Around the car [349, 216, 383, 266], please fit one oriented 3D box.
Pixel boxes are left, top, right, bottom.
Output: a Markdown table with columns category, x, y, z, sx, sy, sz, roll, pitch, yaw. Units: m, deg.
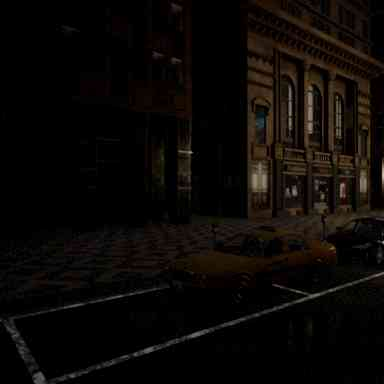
| category | x | y | z | sx | sy | sz | roll | pitch | yaw |
| --- | --- | --- | --- | --- | --- | --- | --- | --- | --- |
| car | 6.244 | 1.553 | 11.505 | 4.403 | 1.369 | 2.008 | 0 | 0 | -37 |

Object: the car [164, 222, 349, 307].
| category | x | y | z | sx | sy | sz | roll | pitch | yaw |
| --- | --- | --- | --- | --- | --- | --- | --- | --- | --- |
| car | 1.627 | 1.526 | 8.004 | 4.829 | 1.417 | 1.752 | 0 | 0 | -37 |
